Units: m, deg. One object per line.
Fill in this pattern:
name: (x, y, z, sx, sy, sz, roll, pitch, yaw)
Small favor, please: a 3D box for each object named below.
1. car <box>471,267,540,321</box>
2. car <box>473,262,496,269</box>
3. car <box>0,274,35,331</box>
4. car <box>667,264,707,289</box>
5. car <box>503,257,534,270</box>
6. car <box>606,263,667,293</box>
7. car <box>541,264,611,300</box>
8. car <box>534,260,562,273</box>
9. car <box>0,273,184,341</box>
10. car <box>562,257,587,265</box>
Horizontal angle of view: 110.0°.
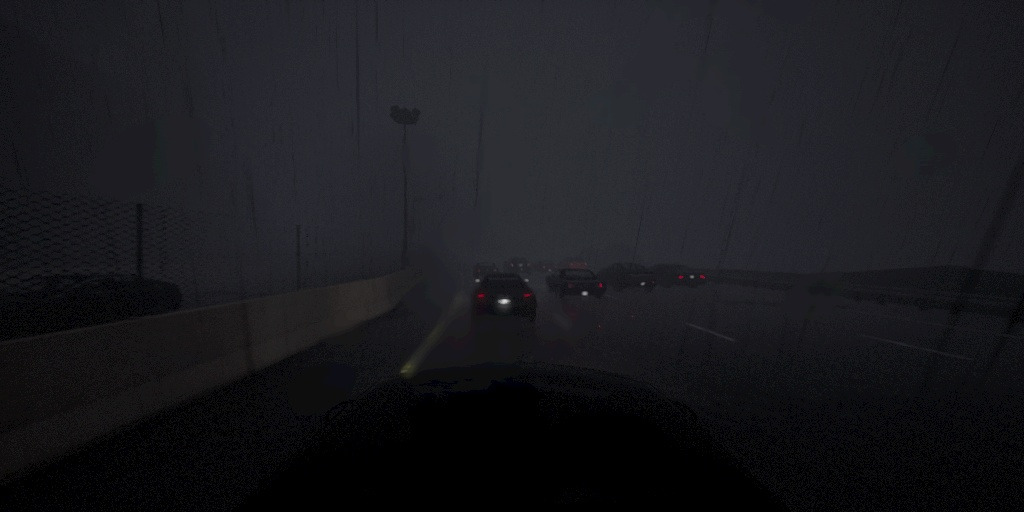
car: (-0.321, 1.250, 12.164, 1.994, 1.385, 4.181, 0, 0, -3)
car: (-2.317, 1.176, 30.589, 1.895, 1.301, 4.718, 0, 0, -9)
car: (-14.283, 1.247, 7.755, 1.812, 1.442, 4.674, 0, 0, -2)
car: (9.439, 1.169, 21.814, 2.033, 1.411, 5.357, 0, 0, -6)
car: (0.411, 0.897, 35.174, 2.097, 1.767, 4.553, 0, 0, -10)
car: (6.102, 1.128, 19.755, 2.128, 1.511, 4.902, 0, 0, -5)
car: (2.856, 1.255, 17.137, 1.895, 1.301, 4.718, 0, 0, -5)
car: (3.400, 1.125, 38.347, 1.895, 1.301, 4.718, 0, 0, -11)
car: (-10.835, 1.204, 8.831, 2.128, 1.511, 4.902, 0, 0, -3)
car: (6.645, 0.866, 39.778, 2.097, 1.767, 4.553, 0, 0, -11)
